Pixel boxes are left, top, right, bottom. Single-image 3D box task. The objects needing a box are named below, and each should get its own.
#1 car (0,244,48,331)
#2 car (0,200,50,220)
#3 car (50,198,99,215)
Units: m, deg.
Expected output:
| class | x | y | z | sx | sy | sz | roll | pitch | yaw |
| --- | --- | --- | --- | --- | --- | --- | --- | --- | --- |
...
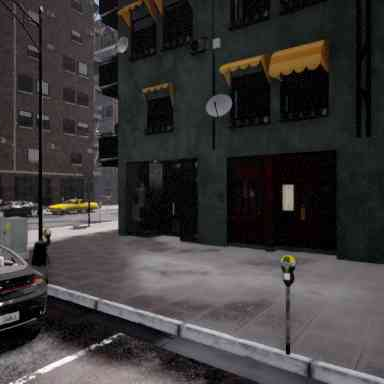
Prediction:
| class | x | y | z | sx | sy | sz | roll | pitch | yaw |
| --- | --- | --- | --- | --- | --- | --- | --- | --- | --- |
| car | -4.355 | 1.551 | 5.976 | 4.403 | 1.369 | 2.008 | 0 | 0 | 35 |
| car | -13.928 | 1.350 | 25.982 | 2.008 | 1.369 | 4.403 | 1 | 1 | 35 |
| car | -10.840 | 1.249 | 30.408 | 1.752 | 1.417 | 4.829 | 1 | 1 | 35 |
